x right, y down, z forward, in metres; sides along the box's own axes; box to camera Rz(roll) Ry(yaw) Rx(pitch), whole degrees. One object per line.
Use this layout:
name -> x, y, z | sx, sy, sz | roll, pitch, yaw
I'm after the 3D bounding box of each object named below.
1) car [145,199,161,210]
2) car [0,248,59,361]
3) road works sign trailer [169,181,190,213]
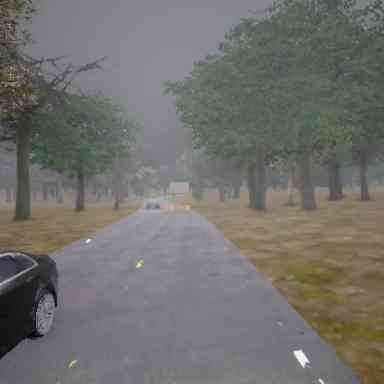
car -> -5.184, 1.610, 44.666 | 1.812, 1.442, 4.674 | 0, 0, -5
car -> -3.148, 1.487, 3.755 | 2.128, 1.511, 4.902 | 0, 0, -1
road works sign trailer -> -1.485, 0.519, 38.210 | 2.380, 3.560, 2.880 | 0, 0, -5
